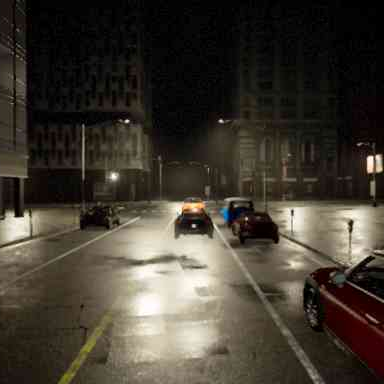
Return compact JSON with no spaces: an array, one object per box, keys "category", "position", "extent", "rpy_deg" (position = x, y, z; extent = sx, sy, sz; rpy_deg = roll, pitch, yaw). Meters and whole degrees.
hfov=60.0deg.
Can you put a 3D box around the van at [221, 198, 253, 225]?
[{"category":"van","position":[2.849,1.293,21.087],"extent":[1.690,1.788,3.998],"rpy_deg":[0,0,0]}]

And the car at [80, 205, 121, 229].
[{"category":"car","position":[-5.676,1.517,21.085],"extent":[1.947,1.339,4.313],"rpy_deg":[0,0,0]}]

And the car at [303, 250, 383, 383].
[{"category":"car","position":[2.851,1.432,4.140],"extent":[1.967,1.590,4.097],"rpy_deg":[0,0,0]}]

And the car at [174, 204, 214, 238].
[{"category":"car","position":[0.094,1.525,17.390],"extent":[1.994,1.385,4.181],"rpy_deg":[0,0,0]}]

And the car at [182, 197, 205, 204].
[{"category":"car","position":[0.135,1.276,30.424],"extent":[2.097,1.767,4.553],"rpy_deg":[0,0,1]}]

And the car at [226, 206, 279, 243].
[{"category":"car","position":[2.851,1.548,15.439],"extent":[1.802,1.307,4.206],"rpy_deg":[0,0,0]}]
